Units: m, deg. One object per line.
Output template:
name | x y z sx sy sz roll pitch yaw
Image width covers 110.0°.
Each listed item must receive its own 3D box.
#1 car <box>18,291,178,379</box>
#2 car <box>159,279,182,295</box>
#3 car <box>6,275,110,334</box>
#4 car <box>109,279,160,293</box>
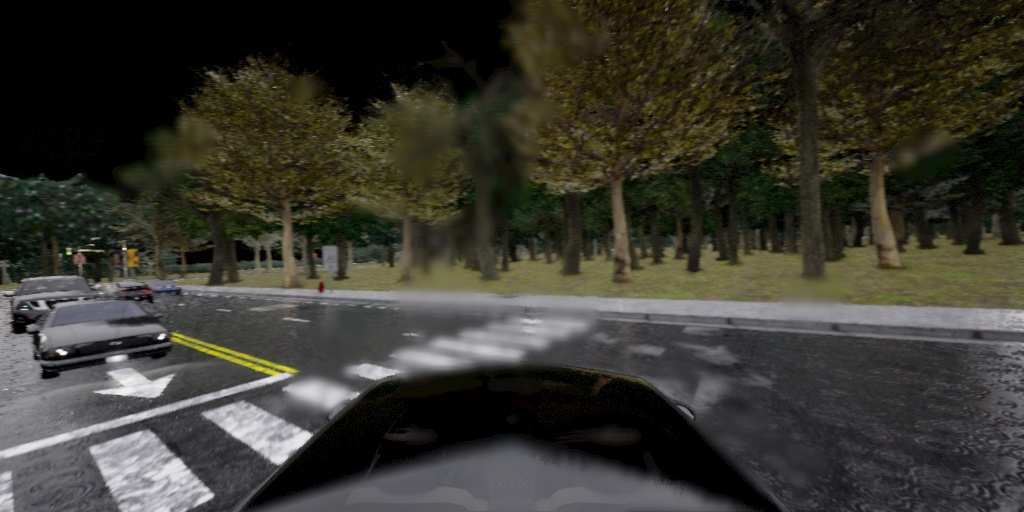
car | -10.132 1.778 8.736 5.357 1.411 2.033 -3 0 35
car | -30.168 2.699 30.761 5.357 1.411 2.033 -3 0 35
car | -18.936 1.865 14.866 5.566 2.045 2.150 -3 0 35
car | -24.935 2.423 23.266 4.892 1.490 1.837 -3 0 35
